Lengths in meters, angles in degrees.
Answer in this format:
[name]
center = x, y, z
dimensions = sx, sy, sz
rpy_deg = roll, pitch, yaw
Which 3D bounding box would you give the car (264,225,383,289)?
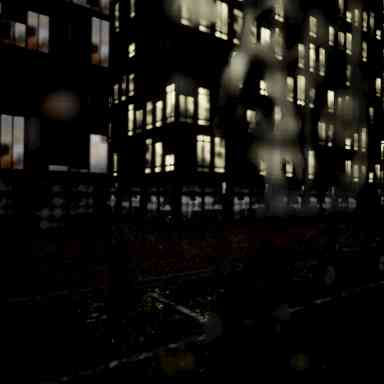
[car]
center = 3.896, 1.637, 9.348
dimensions = 4.403, 1.369, 2.008
rpy_deg = 1, 0, -36
